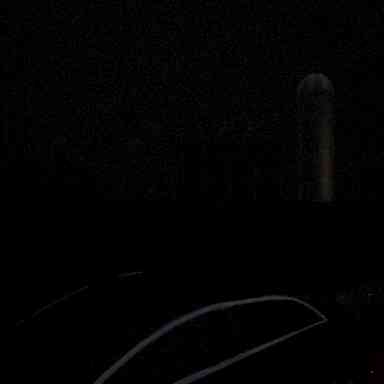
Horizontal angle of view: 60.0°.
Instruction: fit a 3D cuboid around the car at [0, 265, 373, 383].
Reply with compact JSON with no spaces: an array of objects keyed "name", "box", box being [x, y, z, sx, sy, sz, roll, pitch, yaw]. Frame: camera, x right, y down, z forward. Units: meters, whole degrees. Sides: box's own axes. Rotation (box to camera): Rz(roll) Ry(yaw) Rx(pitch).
[{"name":"car","box":[-0.385,1.499,2.795,4.902,1.511,2.128,0,0,-36]}]
